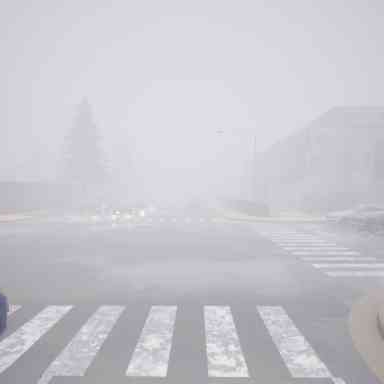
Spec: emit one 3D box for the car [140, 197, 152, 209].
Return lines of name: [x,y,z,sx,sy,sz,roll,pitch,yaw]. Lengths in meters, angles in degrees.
car: [-6.942,1.600,44.211,1.895,1.301,4.718,0,0,1]

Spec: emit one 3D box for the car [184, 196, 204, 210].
car: [0.243,1.600,43.766,1.895,1.301,4.718,0,0,0]

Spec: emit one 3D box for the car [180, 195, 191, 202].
car: [-1.087,1.354,74.370,2.097,1.767,4.553,0,0,20]

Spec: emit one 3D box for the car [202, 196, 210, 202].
car: [2.644,1.551,74.479,1.994,1.385,4.181,0,0,20]

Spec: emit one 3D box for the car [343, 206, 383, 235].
car: [11.124,1.601,18.066,4.718,1.301,1.895,0,0,0]

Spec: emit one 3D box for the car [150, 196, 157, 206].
car: [-6.831,1.491,54.492,2.128,1.511,4.902,0,0,1]

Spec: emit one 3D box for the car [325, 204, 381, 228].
car: [11.121,1.525,21.608,4.674,1.442,1.812,0,0,2]

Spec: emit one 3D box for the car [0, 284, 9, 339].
car: [-3.418,1.223,1.874,2.150,2.045,5.566,0,0,0]

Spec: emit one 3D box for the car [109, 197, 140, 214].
car: [-7.006,1.525,35.113,1.812,1.442,4.674,0,0,0]

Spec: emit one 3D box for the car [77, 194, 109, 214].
car: [-10.494,1.221,35.907,2.150,2.045,5.566,0,0,1]

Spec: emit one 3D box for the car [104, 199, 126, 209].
car: [-10.429,1.600,45.628,1.895,1.301,4.718,0,0,0]
